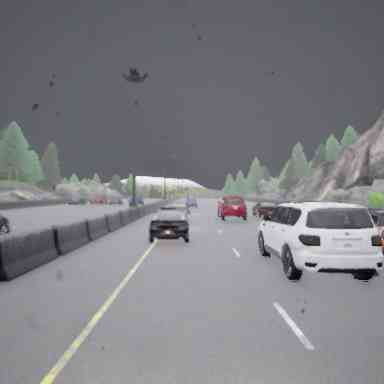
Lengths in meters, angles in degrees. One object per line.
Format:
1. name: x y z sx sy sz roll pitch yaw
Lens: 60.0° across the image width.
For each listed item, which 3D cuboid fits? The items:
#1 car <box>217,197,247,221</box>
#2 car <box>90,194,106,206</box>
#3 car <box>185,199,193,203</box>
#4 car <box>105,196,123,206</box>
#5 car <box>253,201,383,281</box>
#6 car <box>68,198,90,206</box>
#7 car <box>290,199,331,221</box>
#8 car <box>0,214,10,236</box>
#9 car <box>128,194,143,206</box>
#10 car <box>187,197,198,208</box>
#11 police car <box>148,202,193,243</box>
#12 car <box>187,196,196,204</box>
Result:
1. car: 3.574 1.422 30.043 2.150 2.045 5.566 0 0 0
2. car: -17.576 1.463 62.811 2.150 2.045 5.566 0 0 1
3. car: -1.073 1.649 27.324 1.801 1.575 5.366 0 0 0
4. car: -14.090 1.803 61.420 1.994 1.385 4.181 0 0 0
5. car: 3.592 1.328 10.372 2.150 2.045 5.566 0 0 0
6. car: -21.066 1.787 61.211 2.033 1.411 5.357 0 0 0
7. car: 10.573 1.552 30.153 2.097 1.767 4.553 0 0 0
8. car: -10.613 1.653 15.833 1.837 1.490 4.892 0 -1 0
9. car: -10.584 1.463 62.820 2.150 2.045 5.566 0 0 1
10. car: -0.045 1.777 52.712 2.033 1.411 5.357 0 0 0
11. police car: -1.064 1.580 17.234 1.930 1.638 5.238 0 0 0
12. car: -0.060 1.668 69.262 1.882 1.535 5.008 0 0 0
